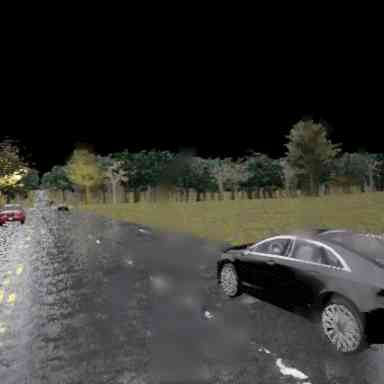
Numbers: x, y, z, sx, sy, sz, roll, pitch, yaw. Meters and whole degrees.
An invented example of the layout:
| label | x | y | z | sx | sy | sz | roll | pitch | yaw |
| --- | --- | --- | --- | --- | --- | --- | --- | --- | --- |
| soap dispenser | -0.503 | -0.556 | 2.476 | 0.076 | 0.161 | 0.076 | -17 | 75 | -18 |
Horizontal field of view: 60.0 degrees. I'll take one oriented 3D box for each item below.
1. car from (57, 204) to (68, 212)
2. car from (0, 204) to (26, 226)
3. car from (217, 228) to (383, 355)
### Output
| label | x | y | z | sx | sy | sz | roll | pitch | yaw |
| --- | --- | --- | --- | --- | --- | --- | --- | --- | --- |
| car | -27.536 | 3.328 | 70.761 | 1.882 | 1.535 | 5.008 | -2 | -1 | -25 |
| car | -18.720 | 2.334 | 34.853 | 2.150 | 2.045 | 5.566 | -2 | -1 | -25 |
| car | 2.197 | 1.424 | 6.095 | 2.128 | 1.511 | 4.902 | -2 | -1 | -25 |
